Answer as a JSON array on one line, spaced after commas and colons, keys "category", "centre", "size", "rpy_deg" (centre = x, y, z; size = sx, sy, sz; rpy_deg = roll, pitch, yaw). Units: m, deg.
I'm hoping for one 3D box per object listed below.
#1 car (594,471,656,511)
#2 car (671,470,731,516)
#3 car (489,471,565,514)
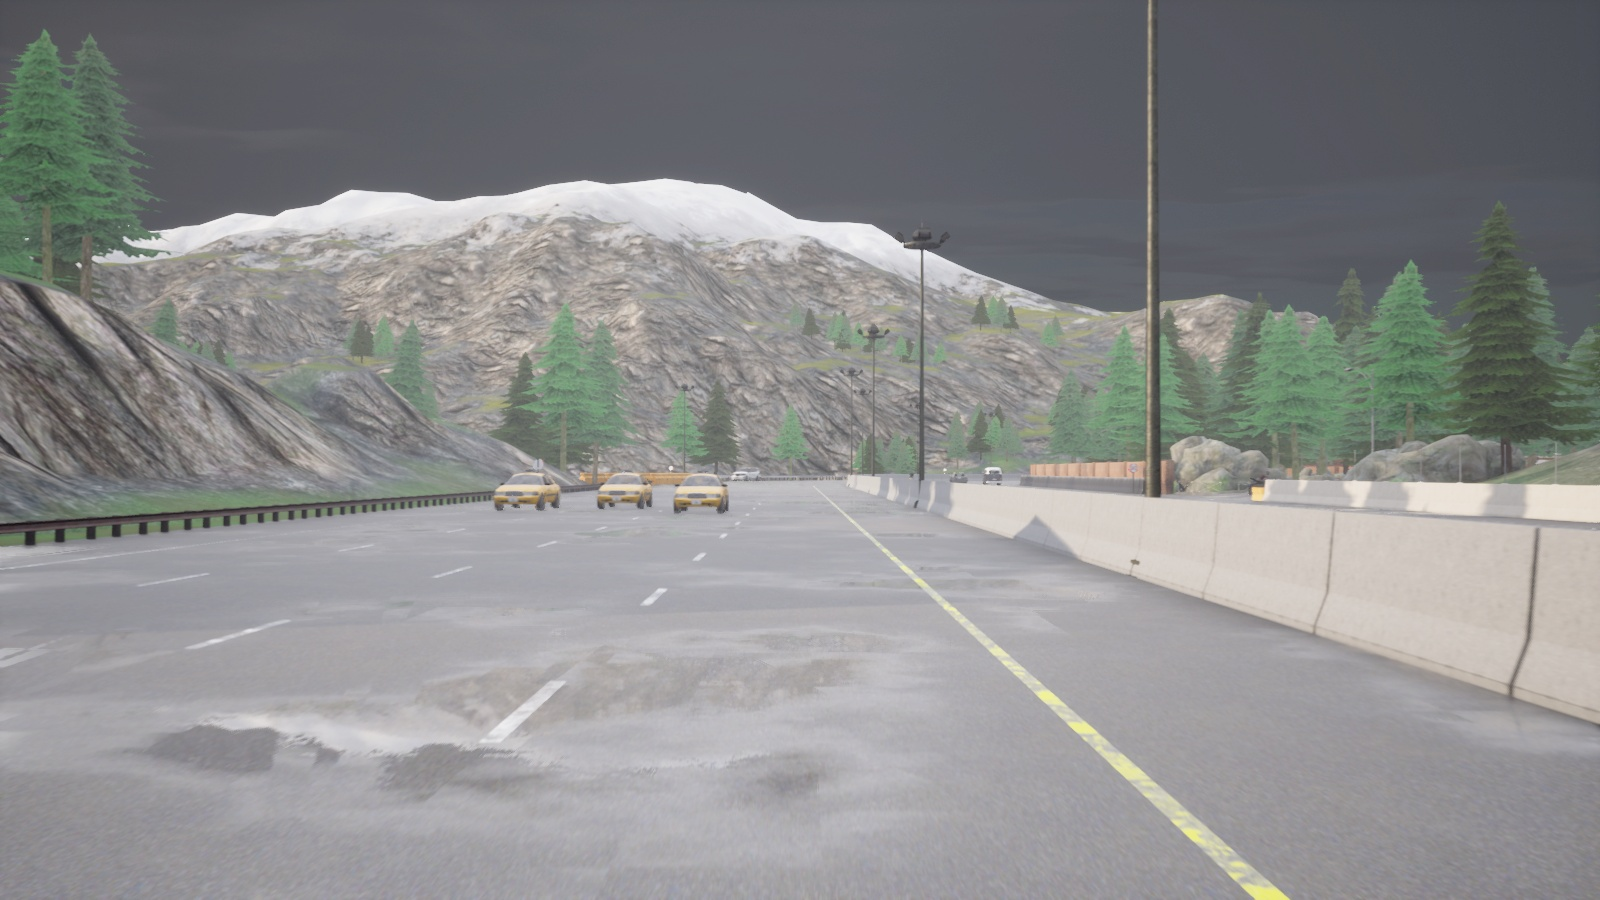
[{"category": "car", "centre": [-7.125, 1.645, 51.540], "size": [1.801, 1.575, 5.366], "rpy_deg": [0, -1, 0]}, {"category": "car", "centre": [-3.613, 1.547, 46.557], "size": [1.801, 1.575, 5.366], "rpy_deg": [0, -1, 0]}, {"category": "car", "centre": [-10.620, 1.620, 49.223], "size": [1.801, 1.575, 5.366], "rpy_deg": [0, -1, 0]}]
